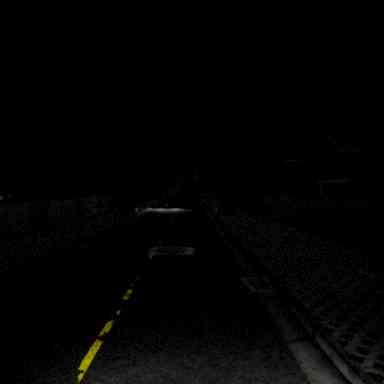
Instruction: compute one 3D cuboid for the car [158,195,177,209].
[{"bbox_3d":[-2.863,1.169,40.086,1.837,1.490,4.892,0,1,0],"label":"car"}]
